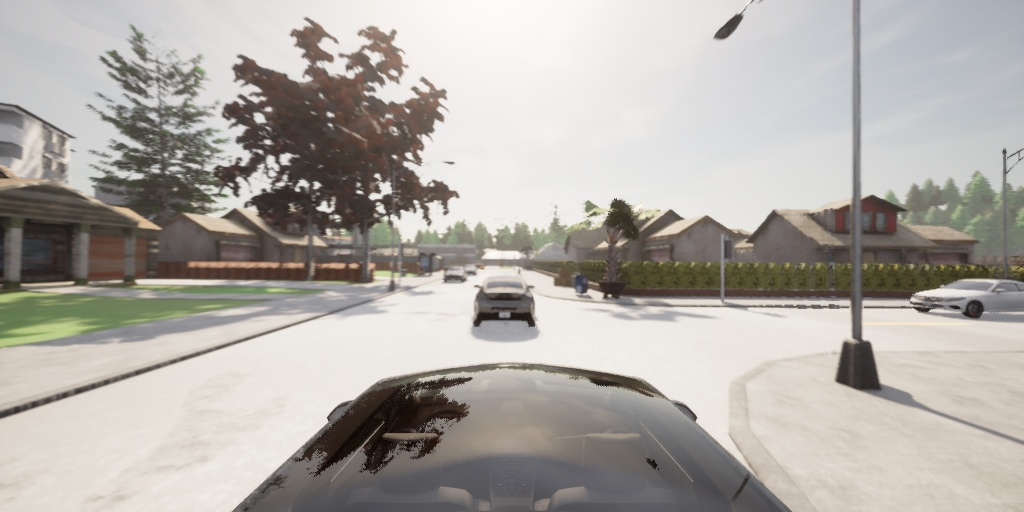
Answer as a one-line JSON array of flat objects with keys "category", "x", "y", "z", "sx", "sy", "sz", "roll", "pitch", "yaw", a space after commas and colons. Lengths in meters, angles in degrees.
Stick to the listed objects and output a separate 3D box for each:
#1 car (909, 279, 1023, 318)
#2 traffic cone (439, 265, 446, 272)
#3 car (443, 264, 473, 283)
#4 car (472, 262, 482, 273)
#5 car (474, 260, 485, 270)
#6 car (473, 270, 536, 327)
[{"category": "car", "x": 18.821, "y": 1.643, "z": 14.342, "sx": 4.674, "sy": 1.442, "sz": 1.812, "roll": 1, "pitch": -1, "yaw": -2}, {"category": "traffic cone", "x": -11.474, "y": 2.237, "z": 58.688, "sx": 0.344, "sy": 0.586, "sz": 0.344, "roll": 0, "pitch": 0, "yaw": -2}, {"category": "car", "x": -5.107, "y": 1.663, "z": 33.196, "sx": 2.033, "sy": 1.411, "sz": 5.357, "roll": 1, "pitch": -1, "yaw": -2}, {"category": "car", "x": -5.517, "y": 1.849, "z": 47.447, "sx": 2.033, "sy": 1.411, "sz": 5.357, "roll": 1, "pitch": -1, "yaw": -1}, {"category": "car", "x": -5.916, "y": 1.575, "z": 62.810, "sx": 2.097, "sy": 1.767, "sz": 4.553, "roll": 1, "pitch": -1, "yaw": -2}, {"category": "car", "x": -0.268, "y": 1.392, "z": 12.197, "sx": 1.837, "sy": 1.490, "sz": 4.892, "roll": 1, "pitch": -1, "yaw": -2}]
